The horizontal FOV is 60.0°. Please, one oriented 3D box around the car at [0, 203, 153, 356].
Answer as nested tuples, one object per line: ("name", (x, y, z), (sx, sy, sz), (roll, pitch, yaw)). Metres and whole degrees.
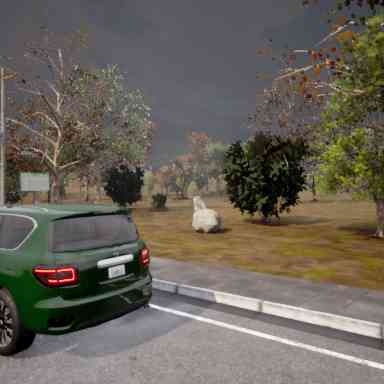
("car", (-3.259, 1.223, 6.297), (5.566, 2.045, 2.150), (0, 0, 35))
